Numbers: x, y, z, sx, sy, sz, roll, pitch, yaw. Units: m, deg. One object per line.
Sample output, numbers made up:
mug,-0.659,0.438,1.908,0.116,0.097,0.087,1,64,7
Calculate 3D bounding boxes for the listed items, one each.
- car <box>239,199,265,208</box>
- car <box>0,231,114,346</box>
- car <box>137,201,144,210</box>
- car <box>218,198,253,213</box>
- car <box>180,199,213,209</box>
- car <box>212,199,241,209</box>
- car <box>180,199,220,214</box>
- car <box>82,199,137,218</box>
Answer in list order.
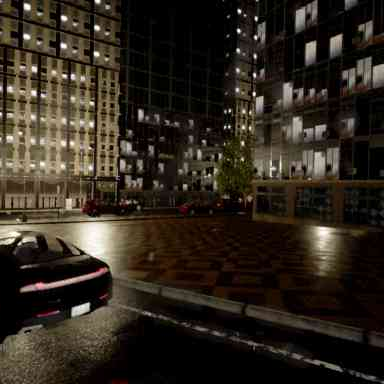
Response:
car,10.259,1.934,56.545,4.206,1.307,1.802,1,1,-34
car,-3.583,1.489,6.240,4.902,1.511,2.128,0,0,36
car,-8.454,1.720,43.739,4.403,1.369,2.008,1,1,-34
car,5.355,1.782,43.635,5.009,1.841,2.192,1,1,-34
car,0.763,1.784,50.045,4.829,1.417,1.752,1,1,-34
car,5.581,1.872,53.343,4.313,1.339,1.947,1,1,-34
car,0.672,1.966,40.437,4.507,1.381,1.887,1,1,-34
car,-8.679,1.645,34.031,5.009,1.841,2.192,1,1,-34
